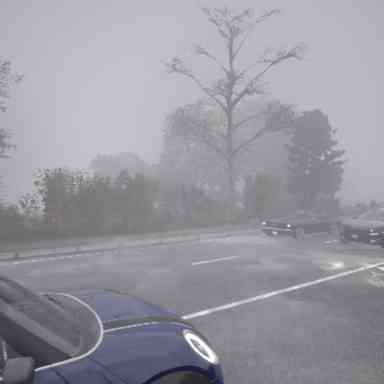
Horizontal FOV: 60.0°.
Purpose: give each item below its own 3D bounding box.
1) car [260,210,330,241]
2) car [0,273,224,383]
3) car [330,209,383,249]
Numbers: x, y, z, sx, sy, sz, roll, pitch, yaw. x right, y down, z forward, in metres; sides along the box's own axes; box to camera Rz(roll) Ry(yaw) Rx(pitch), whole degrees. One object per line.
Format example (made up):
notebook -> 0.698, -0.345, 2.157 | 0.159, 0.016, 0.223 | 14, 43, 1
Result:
car -> 5.659, 1.609, 16.933 | 4.718, 1.301, 1.895 | 0, 0, -37
car -> -1.911, 1.357, 2.451 | 4.553, 1.767, 2.097 | 0, 0, -35
car -> 8.430, 1.482, 14.637 | 5.008, 1.535, 1.882 | 0, 0, -37
